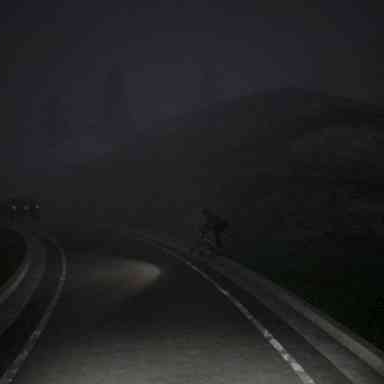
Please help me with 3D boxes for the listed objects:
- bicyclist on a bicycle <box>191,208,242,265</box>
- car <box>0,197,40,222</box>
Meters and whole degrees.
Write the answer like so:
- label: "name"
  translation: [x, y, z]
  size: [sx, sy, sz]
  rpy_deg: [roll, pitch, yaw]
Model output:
- label: "bicyclist on a bicycle"
  translation: [0.674, 1.268, 9.884]
  size: [1.656, 1.620, 0.582]
  rpy_deg: [-10, 4, -18]
- label: "car"
  translation: [-13.146, 1.128, 24.590]
  size: [4.553, 1.767, 2.097]
  rpy_deg: [0, 1, 41]
